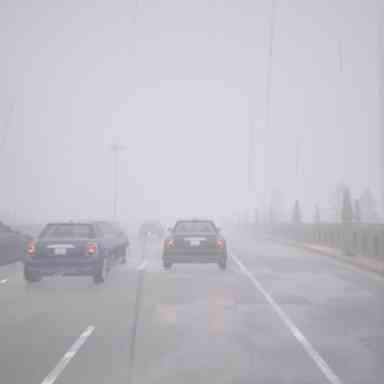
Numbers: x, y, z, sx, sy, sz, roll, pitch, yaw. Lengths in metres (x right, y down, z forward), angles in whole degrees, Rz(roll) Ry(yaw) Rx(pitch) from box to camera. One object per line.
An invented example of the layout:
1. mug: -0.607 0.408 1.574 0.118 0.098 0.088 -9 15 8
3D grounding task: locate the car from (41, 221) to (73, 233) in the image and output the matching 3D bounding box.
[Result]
1. car: -17.583 4.552 43.594 2.033 1.411 5.357 0 -5 0

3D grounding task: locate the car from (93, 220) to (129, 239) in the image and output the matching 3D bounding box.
1. car: -6.902 3.203 28.890 1.837 1.490 4.892 0 -5 0

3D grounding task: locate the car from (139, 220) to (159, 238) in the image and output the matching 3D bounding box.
1. car: -3.402 3.203 28.896 1.837 1.490 4.892 0 -5 0

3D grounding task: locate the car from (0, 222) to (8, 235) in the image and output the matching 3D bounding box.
1. car: -21.098 3.752 33.991 1.895 1.301 4.718 0 -5 0

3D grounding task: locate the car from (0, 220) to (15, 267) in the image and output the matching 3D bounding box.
1. car: -6.900 1.657 10.786 2.097 1.767 4.553 0 -3 0

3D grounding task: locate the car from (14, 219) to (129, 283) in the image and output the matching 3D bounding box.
1. car: -3.401 1.655 10.724 2.097 1.767 4.553 0 -3 0

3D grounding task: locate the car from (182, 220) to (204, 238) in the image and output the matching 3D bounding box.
1. car: 0.098 3.338 30.721 1.882 1.535 5.008 0 -5 0

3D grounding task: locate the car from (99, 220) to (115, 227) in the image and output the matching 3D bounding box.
1. car: -19.673 7.316 76.924 1.882 1.535 5.008 -1 -5 8

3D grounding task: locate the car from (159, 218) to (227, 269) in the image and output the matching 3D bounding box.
1. car: 0.099 1.755 12.662 2.097 1.767 4.553 0 -3 0
